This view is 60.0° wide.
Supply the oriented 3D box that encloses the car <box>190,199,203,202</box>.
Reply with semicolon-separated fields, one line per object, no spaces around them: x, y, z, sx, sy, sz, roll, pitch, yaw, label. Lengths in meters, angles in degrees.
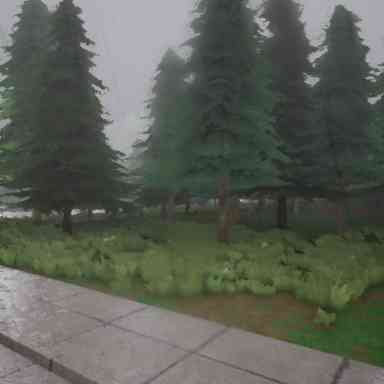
0.696;1.433;51.118;1.882;1.535;5.008;0;0;37;car
